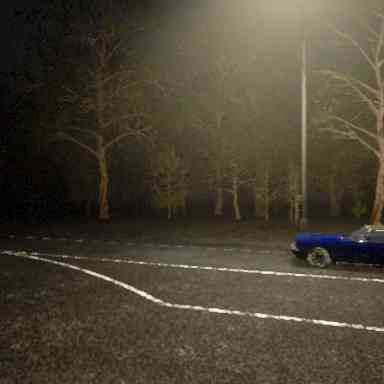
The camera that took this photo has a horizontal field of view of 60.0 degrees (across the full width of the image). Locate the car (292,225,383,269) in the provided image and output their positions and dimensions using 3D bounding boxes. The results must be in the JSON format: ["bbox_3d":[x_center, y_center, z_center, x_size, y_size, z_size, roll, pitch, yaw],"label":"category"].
[{"bbox_3d":[5.539,1.677,10.271,4.718,1.301,1.895,0,0,20],"label":"car"}]
